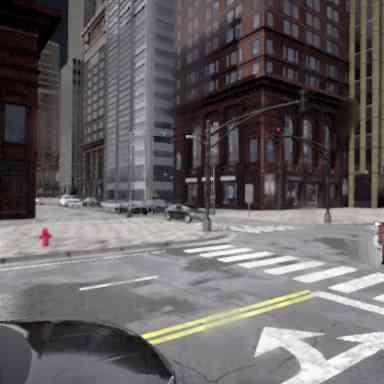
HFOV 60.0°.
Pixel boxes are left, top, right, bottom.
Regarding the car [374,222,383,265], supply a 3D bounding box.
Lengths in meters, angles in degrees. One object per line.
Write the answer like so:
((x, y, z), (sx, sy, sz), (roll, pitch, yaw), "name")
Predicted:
((7.438, 1.526, 11.334), (1.882, 1.535, 5.008), (1, 1, 26), "car")

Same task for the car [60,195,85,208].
((-19.727, 1.522, 53.967), (2.150, 2.045, 5.566), (1, -1, -35), "car")

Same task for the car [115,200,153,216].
((-6.347, 1.790, 35.004), (1.895, 1.301, 4.718), (1, -1, -35), "car")

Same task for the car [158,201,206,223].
((-0.536, 1.670, 26.829), (1.812, 1.442, 4.674), (1, -1, -36), "car")

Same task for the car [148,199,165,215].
((-4.461, 1.586, 37.870), (2.097, 1.767, 4.553), (1, -1, -35), "car")

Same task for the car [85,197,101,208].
((-16.719, 1.680, 55.100), (2.097, 1.767, 4.553), (1, -1, -35), "car")

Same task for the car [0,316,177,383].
((-2.314, 1.488, 1.790), (4.902, 1.511, 2.128), (0, 0, -36), "car")
